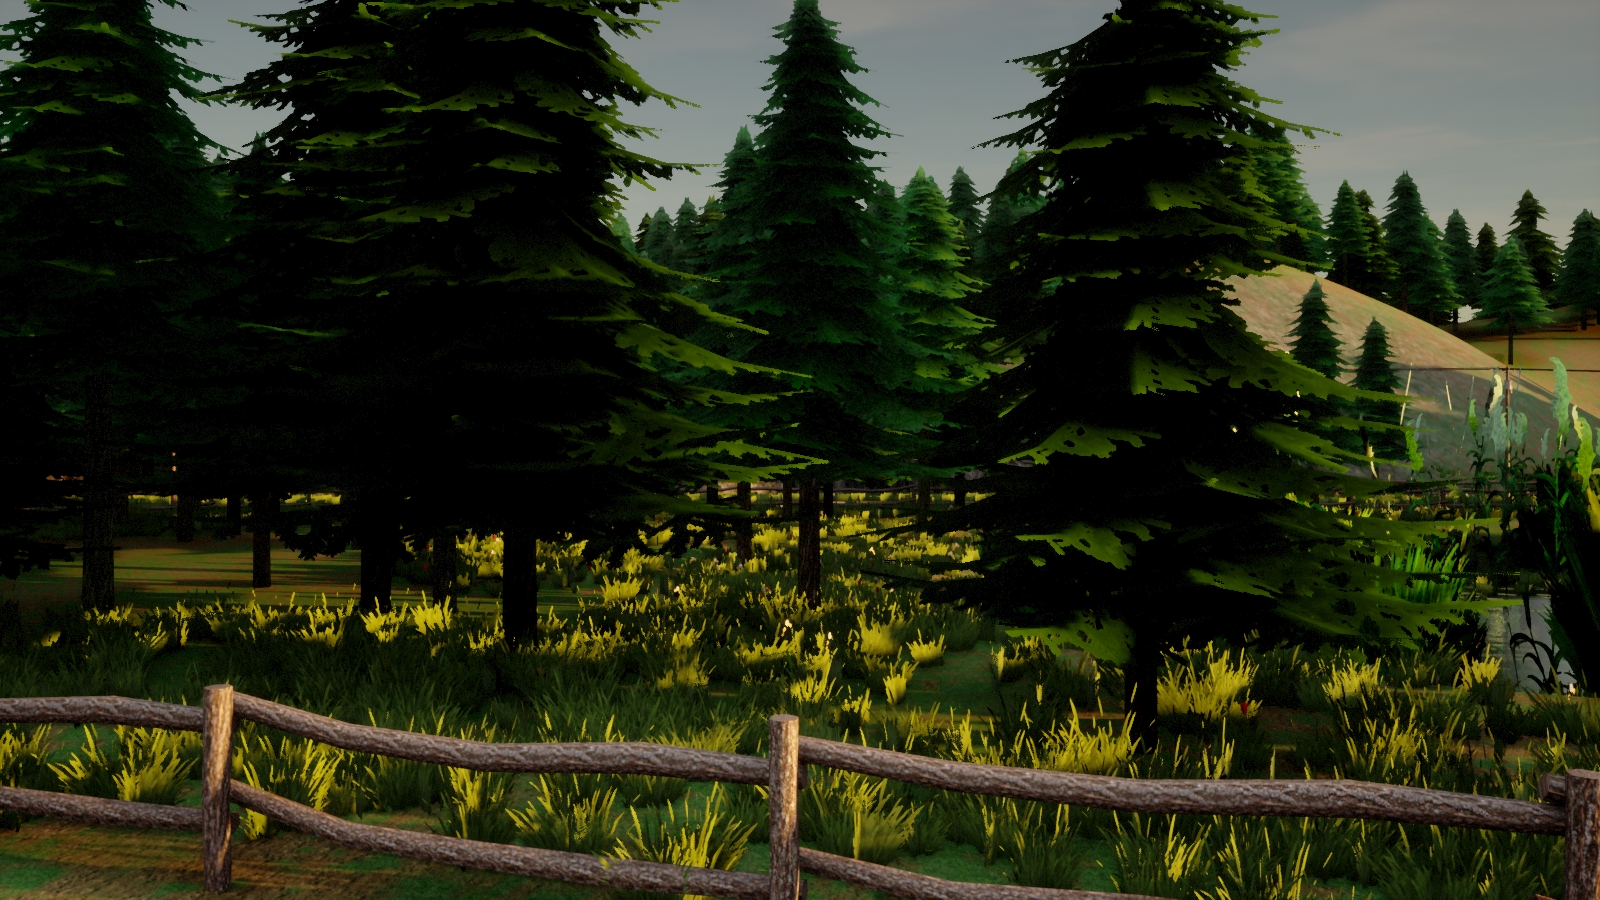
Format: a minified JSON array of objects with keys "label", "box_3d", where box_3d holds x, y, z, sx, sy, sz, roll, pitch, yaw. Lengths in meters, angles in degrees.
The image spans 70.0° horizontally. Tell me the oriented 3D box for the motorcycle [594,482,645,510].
[{"label":"motorcycle","box_3d":[-8.536,2.178,54.108,2.209,1.251,0.867,0,0,14]}]
